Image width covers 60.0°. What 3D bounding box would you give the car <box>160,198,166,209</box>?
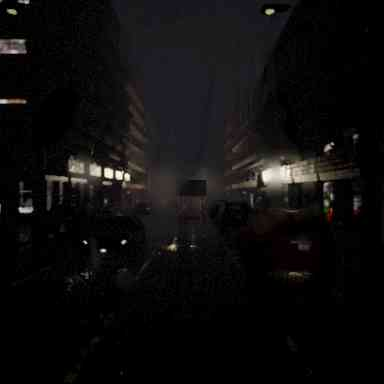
[{"bbox_3d":[-5.711,2.126,55.189,2.008,1.369,4.403,-1,-1,0],"label":"car"}]

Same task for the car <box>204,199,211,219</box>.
[{"bbox_3d":[2.670,1.656,32.757,2.192,1.841,5.009,-1,-1,0],"label":"car"}]

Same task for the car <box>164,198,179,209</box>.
[{"bbox_3d":[-3.074,2.103,55.373,1.812,1.442,4.674,0,-1,0],"label":"car"}]

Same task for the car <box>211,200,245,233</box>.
[{"bbox_3d":[2.672,1.540,21.553,2.192,1.841,5.009,-1,-1,0],"label":"car"}]

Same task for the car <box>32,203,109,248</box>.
[{"bbox_3d":[-5.697,1.482,15.978,2.192,1.841,5.009,-1,-1,0],"label":"car"}]

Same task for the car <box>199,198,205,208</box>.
[{"bbox_3d":[2.667,2.161,60.933,1.752,1.417,4.829,-1,-1,0],"label":"car"}]

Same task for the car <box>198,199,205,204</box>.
[{"bbox_3d":[2.662,2.553,94.373,1.947,1.339,4.313,-1,-1,0],"label":"car"}]

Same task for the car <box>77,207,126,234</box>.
[{"bbox_3d":[-5.712,1.776,21.578,2.008,1.369,4.403,-1,-1,0],"label":"car"}]

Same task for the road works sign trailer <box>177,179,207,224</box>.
[{"bbox_3d":[-0.002,0.750,27.410,2.380,3.560,2.880,0,-1,1],"label":"road works sign trailer"}]

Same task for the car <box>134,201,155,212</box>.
[{"bbox_3d":[-5.708,1.982,38.382,1.802,1.307,4.206,-1,-1,0],"label":"car"}]

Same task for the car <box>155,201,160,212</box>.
[{"bbox_3d":[-5.709,2.040,43.984,1.802,1.307,4.206,-1,-1,0],"label":"car"}]

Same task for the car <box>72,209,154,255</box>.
[{"bbox_3d":[-3.104,1.697,14.313,2.033,1.411,5.357,0,-1,0],"label":"car"}]

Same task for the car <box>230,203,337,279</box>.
[{"bbox_3d":[2.674,1.424,10.350,2.192,1.841,5.009,-1,-1,0],"label":"car"}]

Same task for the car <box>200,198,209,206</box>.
[{"bbox_3d":[2.664,2.191,71.967,1.967,1.590,4.097,-1,-1,0],"label":"car"}]
